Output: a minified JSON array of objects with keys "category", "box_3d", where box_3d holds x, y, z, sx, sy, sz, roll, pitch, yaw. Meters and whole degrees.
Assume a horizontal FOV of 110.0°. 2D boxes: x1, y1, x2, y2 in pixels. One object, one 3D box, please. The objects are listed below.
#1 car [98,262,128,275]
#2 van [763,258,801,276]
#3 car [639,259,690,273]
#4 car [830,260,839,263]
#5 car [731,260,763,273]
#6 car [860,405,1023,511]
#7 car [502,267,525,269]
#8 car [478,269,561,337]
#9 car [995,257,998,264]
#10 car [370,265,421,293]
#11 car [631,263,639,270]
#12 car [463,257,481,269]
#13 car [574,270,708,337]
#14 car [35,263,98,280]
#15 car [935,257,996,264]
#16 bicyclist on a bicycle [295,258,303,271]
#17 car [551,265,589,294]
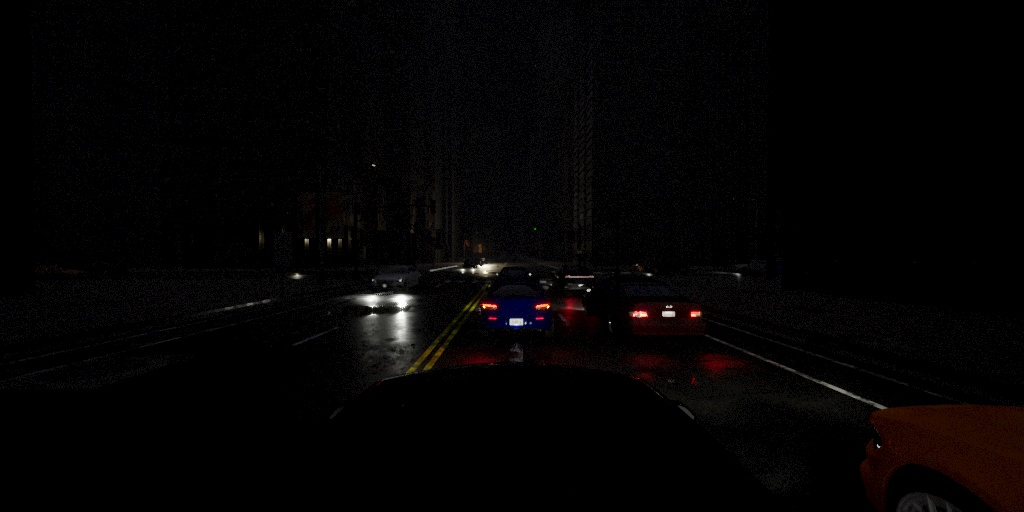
[{"category":"car","box_3d":[-46.428,1.363,40.686,4.507,1.381,1.888,0,0,0]},{"category":"van","box_3d":[27.518,1.088,35.237,3.998,1.789,1.690,0,0,0]},{"category":"car","box_3d":[17.712,1.149,41.143,5.008,1.535,1.882,0,1,0]},{"category":"car","box_3d":[32.959,1.322,35.206,4.207,1.307,1.802,0,0,0]},{"category":"car","box_3d":[27.652,1.186,41.071,4.674,1.442,1.812,0,1,0]},{"category":"car","box_3d":[3.349,1.228,0.390,1.882,1.535,5.008,0,0,0]},{"category":"car","box_3d":[0.092,1.287,19.690,2.033,1.411,5.357,0,0,0]},{"category":"car","box_3d":[0.091,1.272,10.115,1.812,1.442,4.674,0,0,0]},{"category":"car","box_3d":[49.280,1.048,35.114,5.009,1.841,2.192,0,0,0]},{"category":"car","box_3d":[-6.600,1.264,20.896,1.812,1.442,4.674,0,0,0]},{"category":"car","box_3d":[16.682,1.072,43.822,4.097,1.591,1.967,0,0,0]},{"category":"car","box_3d":[-6.578,1.191,56.525,1.882,1.535,5.008,0,0,1]},{"category":"car","box_3d":[3.349,1.294,10.214,2.033,1.411,5.357,0,0,0]},{"category":"car","box_3d":[-40.834,1.450,32.165,4.829,1.417,1.751,0,0,0]},{"category":"car","box_3d":[43.839,1.171,35.145,4.097,1.591,1.967,0,0,0]},{"category":"bicyclist on a bicycle","box_3d":[-25.888,1.003,43.552,0.582,1.620,1.656,0,1,0]},{"category":"car","box_3d":[3.344,1.230,19.965,2.128,1.511,4.902,0,0,0]}]
